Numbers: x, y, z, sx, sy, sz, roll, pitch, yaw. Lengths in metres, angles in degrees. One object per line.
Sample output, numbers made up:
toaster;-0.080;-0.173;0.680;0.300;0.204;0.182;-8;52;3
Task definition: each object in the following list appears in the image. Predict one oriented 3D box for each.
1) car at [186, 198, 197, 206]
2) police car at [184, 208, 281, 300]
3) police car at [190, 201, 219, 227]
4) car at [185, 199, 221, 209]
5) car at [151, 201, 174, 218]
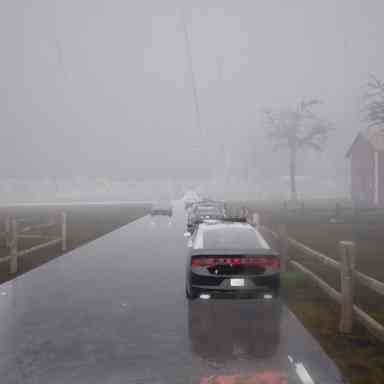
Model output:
car;-0.046;1.837;59.519;1.895;1.301;4.718;0;0;0
police car;0.818;1.432;8.587;1.930;1.638;5.238;0;0;0
police car;0.806;1.502;24.595;1.930;1.638;5.238;0;0;0
car;0.809;1.394;18.453;2.097;1.767;4.553;0;0;0
car;-2.776;1.594;31.591;1.882;1.535;5.008;0;0;0
